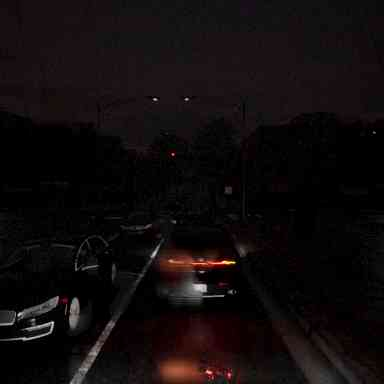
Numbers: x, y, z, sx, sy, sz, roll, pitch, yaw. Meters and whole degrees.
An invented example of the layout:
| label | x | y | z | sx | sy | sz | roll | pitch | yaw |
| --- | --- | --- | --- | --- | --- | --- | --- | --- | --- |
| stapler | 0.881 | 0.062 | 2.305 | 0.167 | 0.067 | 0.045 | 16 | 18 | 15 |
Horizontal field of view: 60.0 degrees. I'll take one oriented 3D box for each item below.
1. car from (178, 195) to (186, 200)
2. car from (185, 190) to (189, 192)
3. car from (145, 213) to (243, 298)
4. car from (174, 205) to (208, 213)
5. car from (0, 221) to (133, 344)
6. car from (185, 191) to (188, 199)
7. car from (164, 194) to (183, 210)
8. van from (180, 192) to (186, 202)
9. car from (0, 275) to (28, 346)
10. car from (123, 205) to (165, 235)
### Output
| label | x | y | z | sx | sy | sz | roll | pitch | yaw |
| --- | --- | --- | --- | --- | --- | --- | --- | --- | --- |
| car | -2.523 | 1.443 | 88.507 | 2.008 | 1.369 | 4.403 | -1 | 0 | 0 |
| car | -2.517 | 1.146 | 94.056 | 2.192 | 1.841 | 5.009 | -1 | 1 | 0 |
| car | 0.116 | 1.503 | 8.466 | 1.837 | 1.490 | 4.892 | 0 | 0 | 0 |
| car | 0.157 | 1.604 | 18.597 | 1.895 | 1.301 | 4.718 | 0 | 0 | 1 |
| car | -2.650 | 1.549 | 6.515 | 2.008 | 1.369 | 4.403 | -2 | 0 | 0 |
| car | -2.557 | 1.318 | 71.886 | 2.192 | 1.841 | 5.009 | -1 | 0 | 0 |
| car | -2.599 | 1.490 | 44.187 | 1.967 | 1.590 | 4.097 | -2 | 0 | 0 |
| van | -2.564 | 1.369 | 66.343 | 1.690 | 1.788 | 3.998 | -1 | 0 | 0 |
| car | -2.657 | 1.550 | 1.066 | 2.008 | 1.369 | 4.403 | -2 | 0 | 0 |
| car | -2.633 | 1.584 | 17.410 | 1.802 | 1.307 | 4.206 | -2 | 0 | 0 |
